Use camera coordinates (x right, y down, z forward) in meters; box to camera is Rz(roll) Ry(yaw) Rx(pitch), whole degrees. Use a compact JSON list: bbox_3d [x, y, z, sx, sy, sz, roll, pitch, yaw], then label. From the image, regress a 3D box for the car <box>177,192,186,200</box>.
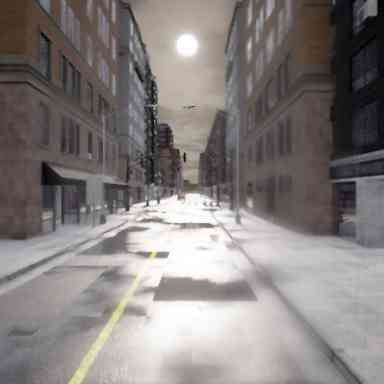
[{"bbox_3d":[-2.749,1.091,86.315,2.150,2.045,5.566,0,0,0],"label":"car"}]
